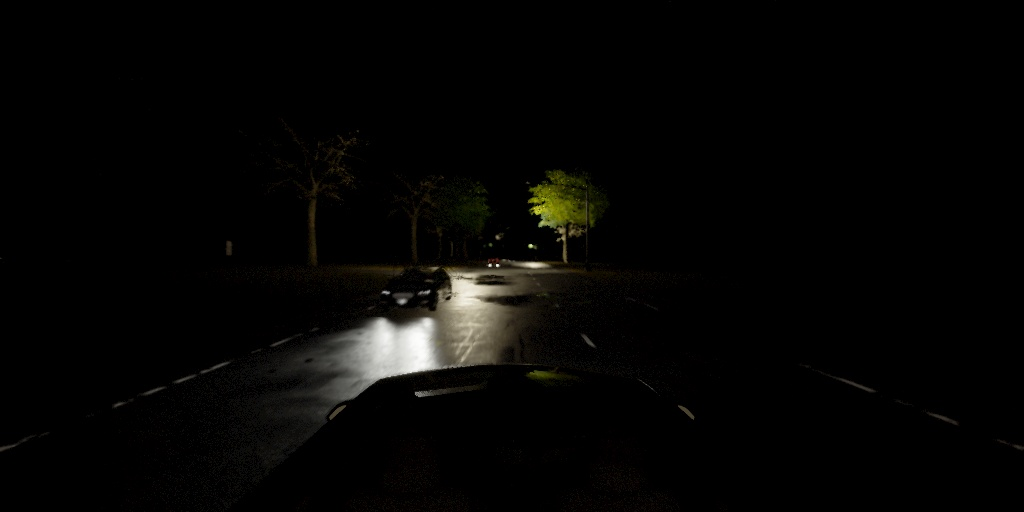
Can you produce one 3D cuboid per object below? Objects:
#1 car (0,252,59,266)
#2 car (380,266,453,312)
[{"bbox_3d":[-49.427,0.294,36.716,4.181,1.385,1.994,0,-1,0],"label":"car"},{"bbox_3d":[-3.498,1.171,13.878,2.128,1.511,4.902,0,0,0],"label":"car"}]
